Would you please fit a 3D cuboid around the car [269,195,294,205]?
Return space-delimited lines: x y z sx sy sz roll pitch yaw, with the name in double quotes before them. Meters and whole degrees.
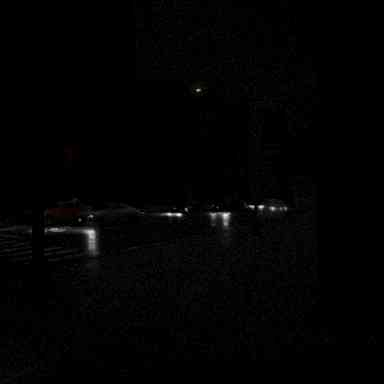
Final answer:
"car" 13.743 1.077 49.718 1.882 1.535 5.008 0 0 35

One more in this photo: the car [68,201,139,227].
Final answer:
"car" -5.612 1.461 22.522 1.812 1.442 4.674 0 0 35

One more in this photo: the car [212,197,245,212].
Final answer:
"car" 4.040 1.372 36.164 1.837 1.490 4.892 0 0 35

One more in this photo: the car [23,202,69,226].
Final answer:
"car" -9.110 1.426 23.221 1.882 1.535 5.008 0 0 35

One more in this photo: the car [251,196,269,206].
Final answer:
"car" 10.766 1.368 51.147 1.994 1.385 4.181 0 0 36

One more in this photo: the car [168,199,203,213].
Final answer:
"car" -0.633 1.450 35.195 1.994 1.385 4.181 0 0 35
